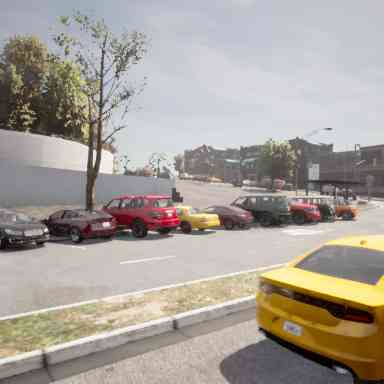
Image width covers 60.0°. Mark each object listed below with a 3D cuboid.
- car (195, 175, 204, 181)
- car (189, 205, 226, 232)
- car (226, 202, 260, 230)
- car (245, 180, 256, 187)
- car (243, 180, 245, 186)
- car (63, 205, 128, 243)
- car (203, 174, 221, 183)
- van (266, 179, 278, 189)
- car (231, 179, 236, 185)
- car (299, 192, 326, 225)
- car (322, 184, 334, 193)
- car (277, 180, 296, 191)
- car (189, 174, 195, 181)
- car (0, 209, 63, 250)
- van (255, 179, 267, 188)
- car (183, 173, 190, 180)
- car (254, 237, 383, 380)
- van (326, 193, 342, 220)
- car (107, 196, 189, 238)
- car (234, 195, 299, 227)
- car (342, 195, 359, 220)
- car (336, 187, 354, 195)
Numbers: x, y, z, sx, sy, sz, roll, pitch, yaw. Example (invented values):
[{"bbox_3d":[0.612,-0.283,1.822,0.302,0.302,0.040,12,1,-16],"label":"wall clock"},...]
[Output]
[{"bbox_3d":[3.956,-3.698,88.680,2.435,2.045,5.566,7,3,34],"label":"car"},{"bbox_3d":[-0.976,1.503,19.705,5.366,1.575,1.946,-1,-1,35],"label":"car"},{"bbox_3d":[1.632,1.549,21.331,4.674,1.452,2.002,-1,-1,35],"label":"car"},{"bbox_3d":[14.477,-1.811,74.122,1.946,1.575,5.366,7,3,35],"label":"car"},{"bbox_3d":[12.647,-2.042,76.443,2.002,1.452,4.674,7,4,35],"label":"car"},{"bbox_3d":[-5.742,1.525,16.135,4.792,1.488,2.163,-1,-1,35],"label":"car"},{"bbox_3d":[5.805,-3.175,86.420,1.946,1.575,5.366,7,3,34],"label":"car"},{"bbox_3d":[17.777,-1.490,68.917,1.878,1.987,4.442,7,4,35],"label":"van"},{"bbox_3d":[10.906,-2.316,78.907,2.002,1.452,4.674,7,3,35],"label":"car"},{"bbox_3d":[6.575,1.268,24.790,5.566,2.045,2.435,-1,-1,35],"label":"car"},{"bbox_3d":[24.742,-0.425,59.165,2.435,2.045,5.566,7,3,35],"label":"car"},{"bbox_3d":[19.536,-0.991,66.554,2.231,1.521,4.892,7,3,35],"label":"car"},{"bbox_3d":[2.163,-3.849,91.147,2.185,1.767,4.553,6,3,34],"label":"car"},{"bbox_3d":[-8.163,1.494,14.390,4.892,1.521,2.231,-1,-1,35],"label":"car"},{"bbox_3d":[16.050,-1.763,71.390,1.878,1.987,4.442,7,4,35],"label":"van"},{"bbox_3d":[0.434,-4.084,93.618,2.185,1.767,4.553,4,1,33],"label":"car"},{"bbox_3d":[3.220,1.482,5.424,5.008,1.535,1.882,0,0,-35],"label":"car"},{"bbox_3d":[9.114,1.297,26.459,4.442,1.987,1.878,-1,-1,35],"label":"van"},{"bbox_3d":[-3.297,1.248,17.879,5.566,2.045,2.435,-1,-1,35],"label":"car"},{"bbox_3d":[4.060,1.263,23.087,5.566,2.045,2.435,-1,-1,35],"label":"car"},{"bbox_3d":[11.524,1.404,28.208,4.553,1.767,2.185,-1,-1,35],"label":"car"},{"bbox_3d":[26.431,0.137,56.692,2.002,1.452,4.674,7,3,35],"label":"car"}]
